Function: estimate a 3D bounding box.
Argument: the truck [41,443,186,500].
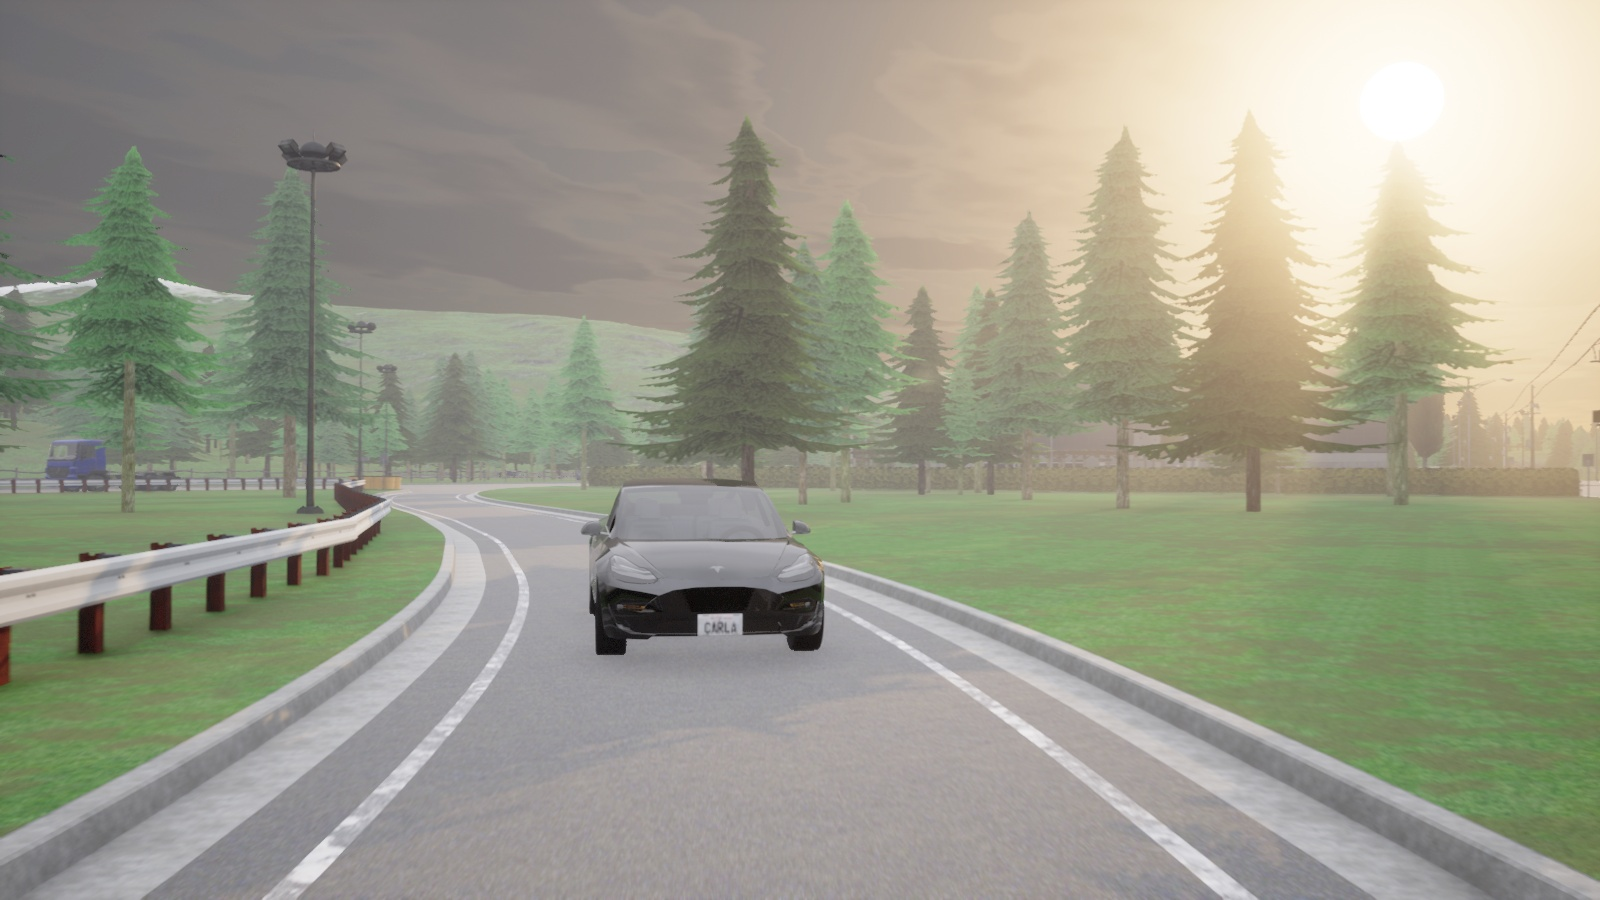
[{"bbox_3d":[-43.856,1.371,80.513,2.891,3.462,7.936,-1,-1,27],"label":"truck"}]

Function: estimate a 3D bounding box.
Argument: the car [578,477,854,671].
[{"bbox_3d":[-1.069,1.027,12.411,2.163,1.488,4.792,0,-1,-11],"label":"car"}]
